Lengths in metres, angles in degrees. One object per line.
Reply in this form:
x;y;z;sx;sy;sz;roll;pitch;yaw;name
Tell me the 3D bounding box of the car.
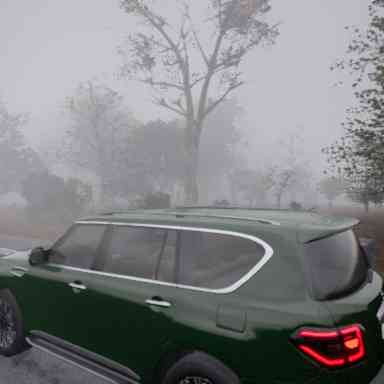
-0.549;1.222;4.383;5.566;2.045;2.150;0;0;36;car
